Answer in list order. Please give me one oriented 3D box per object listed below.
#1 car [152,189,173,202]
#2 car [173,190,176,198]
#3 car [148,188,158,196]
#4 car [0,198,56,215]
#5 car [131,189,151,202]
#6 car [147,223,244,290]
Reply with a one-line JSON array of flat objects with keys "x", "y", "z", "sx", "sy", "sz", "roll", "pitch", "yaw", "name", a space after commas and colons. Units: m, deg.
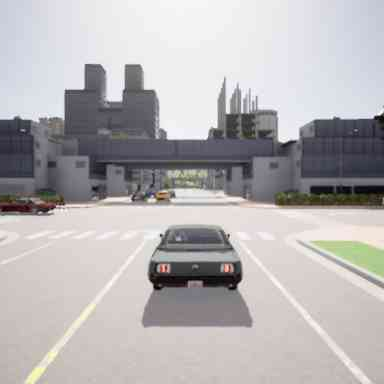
[{"x": -4.285, "y": 0.686, "z": 49.158, "sx": 1.882, "sy": 1.535, "sz": 5.008, "roll": 0, "pitch": 1, "yaw": 0, "name": "car"}, {"x": -4.227, "y": 0.414, "z": 67.378, "sx": 1.837, "sy": 1.490, "sz": 4.892, "roll": 0, "pitch": 1, "yaw": 0, "name": "car"}, {"x": -7.740, "y": 0.167, "z": 65.218, "sx": 2.150, "sy": 2.045, "sz": 5.566, "roll": 0, "pitch": 1, "yaw": 0, "name": "car"}, {"x": -13.815, "y": 1.169, "z": 27.275, "sx": 4.718, "sy": 1.301, "sz": 1.895, "roll": 0, "pitch": 1, "yaw": 3, "name": "car"}, {"x": -7.786, "y": 0.699, "z": 49.229, "sx": 2.128, "sy": 1.511, "sz": 4.902, "roll": 0, "pitch": 1, "yaw": 0, "name": "car"}, {"x": 0.071, "y": 1.457, "z": 8.618, "sx": 1.895, "sy": 1.301, "sz": 4.718, "roll": 0, "pitch": 1, "yaw": 0, "name": "car"}]
